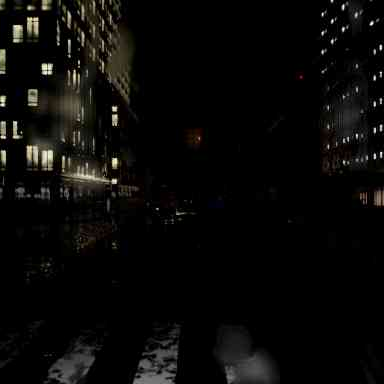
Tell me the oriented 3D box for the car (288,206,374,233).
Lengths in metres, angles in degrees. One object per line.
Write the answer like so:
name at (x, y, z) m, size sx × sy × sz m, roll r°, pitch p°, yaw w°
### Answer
car at (8.354, 1.603, 20.217) m, size 4.892 × 1.490 × 1.837 m, roll 0°, pitch 0°, yaw 3°

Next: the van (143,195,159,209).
van at (-5.727, 1.340, 46.992) m, size 1.690 × 1.788 × 3.998 m, roll 0°, pitch 0°, yaw 0°

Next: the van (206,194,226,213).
van at (2.715, 1.341, 35.879) m, size 1.690 × 1.788 × 3.998 m, roll 0°, pitch 0°, yaw 0°

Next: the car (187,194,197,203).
car at (0.079, 1.352, 72.801) m, size 2.097 × 1.767 × 4.553 m, roll 0°, pitch 0°, yaw 0°

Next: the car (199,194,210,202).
car at (2.781, 1.311, 74.650) m, size 2.192 × 1.841 × 5.009 m, roll 0°, pitch 0°, yaw 0°

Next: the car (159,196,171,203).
car at (-5.626, 1.548, 69.148) m, size 2.008 × 1.369 × 4.403 m, roll 0°, pitch 0°, yaw 0°

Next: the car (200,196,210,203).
car at (2.755, 1.542, 69.110) m, size 1.887 × 1.381 × 4.507 m, roll 0°, pitch 0°, yaw 0°

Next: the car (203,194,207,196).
car at (2.730, 1.313, 63.571) m, size 2.192 × 1.841 × 5.009 m, roll 0°, pitch 0°, yaw 0°

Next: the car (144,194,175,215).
car at (-3.200, 1.222, 33.569) m, size 2.150 × 2.045 × 5.566 m, roll 0°, pitch 0°, yaw 0°

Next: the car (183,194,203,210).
car at (0.004, 1.221, 42.100) m, size 2.150 × 2.045 × 5.566 m, roll 0°, pitch 0°, yaw 1°

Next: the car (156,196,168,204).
car at (-5.651, 1.564, 63.610) m, size 1.947 × 1.339 × 4.313 m, roll 0°, pitch 0°, yaw 0°

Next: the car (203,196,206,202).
car at (2.650, 1.544, 41.417) m, size 1.887 × 1.381 × 4.507 m, roll 0°, pitch 0°, yaw 0°

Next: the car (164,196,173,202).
car at (-5.574, 1.577, 80.228) m, size 1.802 × 1.307 × 4.206 m, roll 0°, pitch 0°, yaw 0°

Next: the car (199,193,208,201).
car at (2.833, 1.309, 85.729) m, size 2.192 × 1.841 × 5.009 m, roll 0°, pitch 0°, yaw 0°

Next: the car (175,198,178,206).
car at (-3.155, 1.525, 43.348) m, size 1.812 × 1.442 × 4.674 m, roll 0°, pitch 0°, yaw 0°
